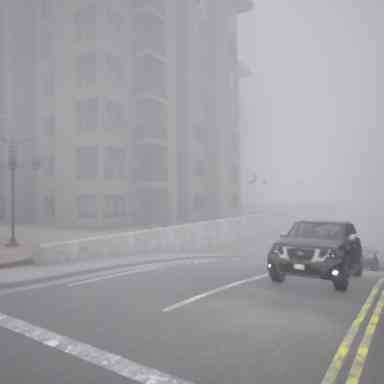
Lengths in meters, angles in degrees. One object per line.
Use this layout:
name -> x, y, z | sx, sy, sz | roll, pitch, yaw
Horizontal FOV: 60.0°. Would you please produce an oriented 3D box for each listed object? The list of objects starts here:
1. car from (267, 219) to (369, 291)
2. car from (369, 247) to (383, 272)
car -> 4.479, 1.965, 11.496 | 2.150, 2.045, 5.566 | -1, -6, 33
car -> 9.985, 3.901, 19.772 | 1.812, 1.442, 4.674 | -1, -13, 34
